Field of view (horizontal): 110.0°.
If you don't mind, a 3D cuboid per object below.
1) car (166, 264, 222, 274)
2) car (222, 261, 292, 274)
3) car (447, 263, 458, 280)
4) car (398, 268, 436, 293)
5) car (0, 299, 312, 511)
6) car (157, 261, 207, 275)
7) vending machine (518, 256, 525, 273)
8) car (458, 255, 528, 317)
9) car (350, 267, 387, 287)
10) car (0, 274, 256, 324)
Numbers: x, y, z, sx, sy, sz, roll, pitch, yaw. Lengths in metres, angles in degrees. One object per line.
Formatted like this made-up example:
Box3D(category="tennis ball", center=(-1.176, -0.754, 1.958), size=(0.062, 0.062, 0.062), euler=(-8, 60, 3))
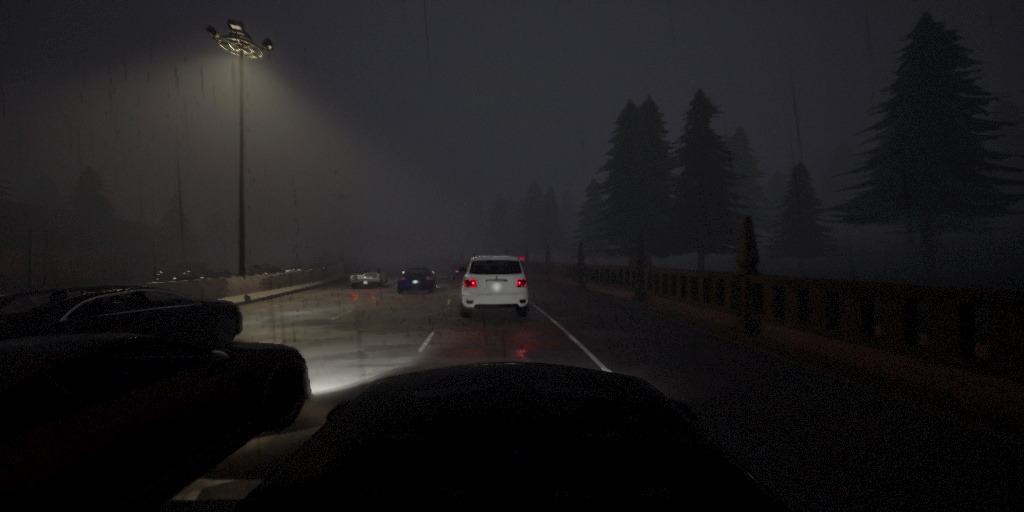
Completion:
Box3D(category="car", center=(-20.797, 1.463, 24.504), size=(1.895, 1.301, 4.718), euler=(0, 0, -15))
Box3D(category="car", center=(-17.276, 1.341, 24.678), size=(2.128, 1.511, 4.902), euler=(0, 0, -15))
Box3D(category="car", center=(-4.787, 1.361, 32.788), size=(2.033, 1.411, 5.357), euler=(0, 0, -17))
Box3D(category="car", center=(-5.560, 1.364, 21.221), size=(1.994, 1.385, 4.181), euler=(0, 0, -11))
Box3D(category="car", center=(-3.585, 1.329, 2.973), size=(1.994, 1.385, 4.181), euler=(0, 0, -1))
Box3D(category="car", center=(-25.600, 1.238, 28.245), size=(2.097, 1.767, 4.553), euler=(0, 0, -19))
Box3D(category="vending machine", center=(1.194, 0.997, 39.913), size=(1.100, 2.100, 0.880), euler=(0, 0, -19))
Box3D(category="car", center=(-0.767, 0.992, 13.446), size=(2.150, 2.045, 5.566), euler=(0, 0, -7))
Box3D(category="car", center=(-9.990, 1.423, 25.328), size=(1.895, 1.301, 4.718), euler=(0, 0, -13))
Box3D(category="car", center=(-7.201, 1.276, 6.480), size=(2.128, 1.511, 4.902), euler=(0, 0, -3))
